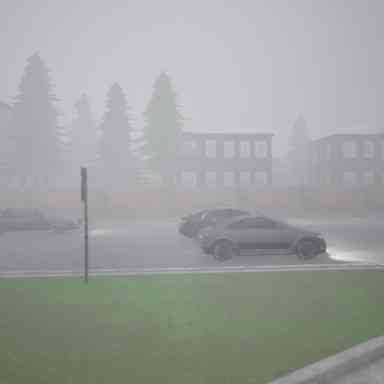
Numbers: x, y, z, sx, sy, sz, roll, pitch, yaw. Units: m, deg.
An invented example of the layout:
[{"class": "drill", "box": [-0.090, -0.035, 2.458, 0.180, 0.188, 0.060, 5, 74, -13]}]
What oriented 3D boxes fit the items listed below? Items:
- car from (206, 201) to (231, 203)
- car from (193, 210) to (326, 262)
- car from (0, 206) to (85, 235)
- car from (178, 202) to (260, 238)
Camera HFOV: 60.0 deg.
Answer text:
[{"class": "car", "box": [2.225, 1.319, 21.843, 4.902, 1.511, 2.128, 0, 0, -4]}, {"class": "car", "box": [2.292, 1.467, 11.320, 4.181, 1.385, 1.994, 0, 0, -4]}, {"class": "car", "box": [-8.544, 1.469, 17.607, 5.357, 1.411, 2.033, 0, 0, -4]}, {"class": "car", "box": [1.819, 1.387, 14.799, 4.892, 1.490, 1.837, -1, 0, -4]}]
